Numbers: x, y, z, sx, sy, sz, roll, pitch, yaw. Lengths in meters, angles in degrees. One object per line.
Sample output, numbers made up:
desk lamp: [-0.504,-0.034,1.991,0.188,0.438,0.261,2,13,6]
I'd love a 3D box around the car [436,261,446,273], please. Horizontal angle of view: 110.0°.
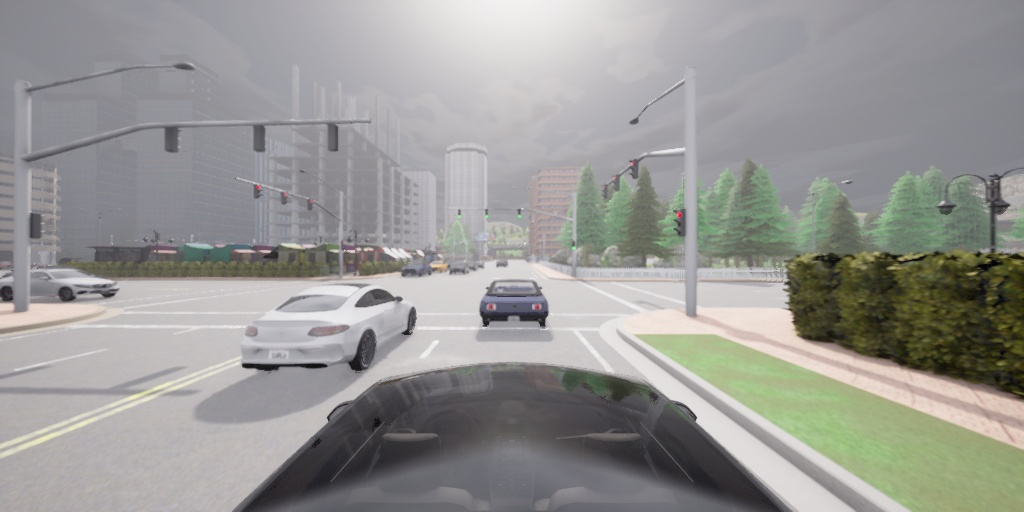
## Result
car: [-9.657,1.389,46.650,1.882,1.535,5.008,0,0,1]

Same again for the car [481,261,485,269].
car: [-5.782,1.514,62.522,2.033,1.411,5.357,0,0,1]

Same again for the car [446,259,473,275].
car: [-6.234,1.402,42.963,1.837,1.490,4.892,0,0,1]

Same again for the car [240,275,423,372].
car: [-3.443,1.298,7.591,1.812,1.442,4.674,0,0,0]

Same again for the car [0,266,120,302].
car: [-21.611,1.337,17.102,4.674,1.442,1.812,0,0,3]

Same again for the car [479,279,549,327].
car: [0.075,1.386,11.712,1.895,1.301,4.718,0,0,0]

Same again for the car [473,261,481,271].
car: [-6.041,1.434,52.070,1.837,1.490,4.892,0,0,1]

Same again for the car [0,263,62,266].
car: [-26.389,1.318,20.806,4.902,1.511,2.128,0,0,3]

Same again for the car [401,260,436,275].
car: [-9.971,1.232,37.692,2.097,1.767,4.553,0,0,4]
